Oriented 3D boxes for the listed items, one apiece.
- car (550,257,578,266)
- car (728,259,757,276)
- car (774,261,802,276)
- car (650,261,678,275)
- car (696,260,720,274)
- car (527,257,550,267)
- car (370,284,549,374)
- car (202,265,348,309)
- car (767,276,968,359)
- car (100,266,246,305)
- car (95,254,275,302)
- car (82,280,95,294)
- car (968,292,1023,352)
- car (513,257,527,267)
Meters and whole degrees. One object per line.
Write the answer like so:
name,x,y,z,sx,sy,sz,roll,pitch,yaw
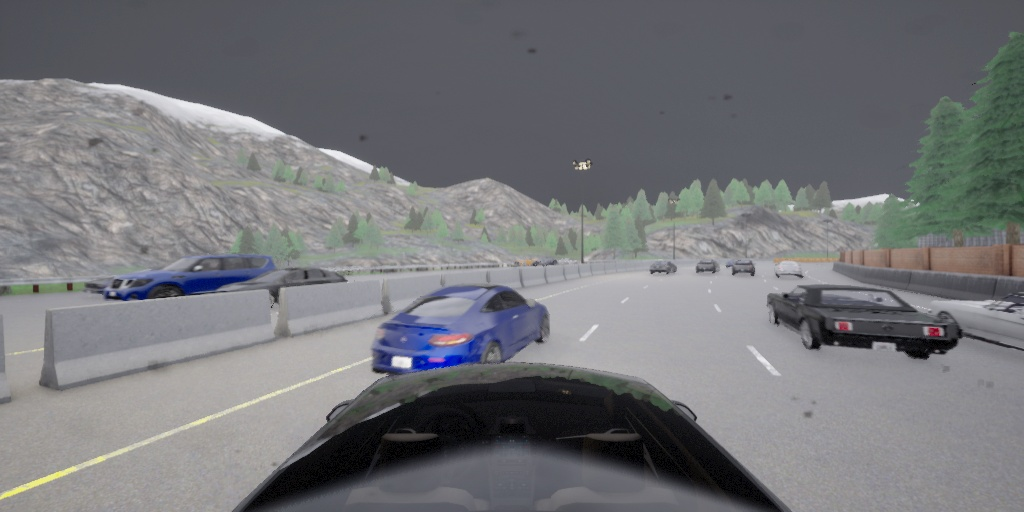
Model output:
car,7.743,0.828,50.584,1.812,1.442,4.674,0,0,37
car,23.813,1.166,36.715,2.128,1.511,4.902,0,0,36
car,25.519,1.208,33.106,1.812,1.442,4.674,0,0,35
car,16.189,1.221,38.204,2.033,1.411,5.357,0,0,36
car,21.965,1.159,40.092,2.128,1.511,4.902,0,0,37
car,4.941,0.904,52.681,2.033,1.411,5.357,0,0,37
car,-0.648,1.265,6.991,1.812,1.442,4.674,0,0,21
car,-9.050,1.230,14.565,1.837,1.490,4.892,0,0,24
car,7.638,1.336,8.501,1.895,1.301,4.718,0,0,24
car,-15.646,1.247,16.931,1.812,1.442,4.674,0,0,23
car,-12.717,0.947,14.925,2.150,2.045,5.566,0,0,23
car,-18.565,1.266,19.066,2.033,1.411,5.357,0,0,24
car,10.552,1.338,6.790,1.895,1.301,4.718,0,0,24
car,2.139,0.838,54.779,1.882,1.535,5.008,0,0,37
